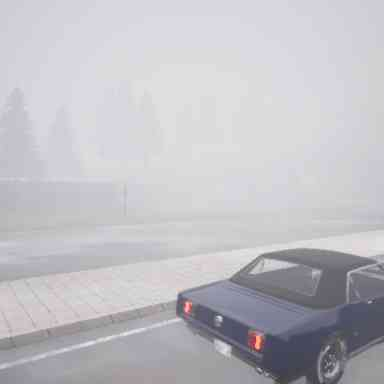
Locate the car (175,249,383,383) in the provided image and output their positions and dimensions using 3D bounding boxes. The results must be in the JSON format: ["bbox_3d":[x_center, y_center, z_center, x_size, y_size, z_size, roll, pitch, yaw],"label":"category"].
[{"bbox_3d":[2.181,1.601,5.304,4.718,1.301,1.895,0,0,-35],"label":"car"}]
